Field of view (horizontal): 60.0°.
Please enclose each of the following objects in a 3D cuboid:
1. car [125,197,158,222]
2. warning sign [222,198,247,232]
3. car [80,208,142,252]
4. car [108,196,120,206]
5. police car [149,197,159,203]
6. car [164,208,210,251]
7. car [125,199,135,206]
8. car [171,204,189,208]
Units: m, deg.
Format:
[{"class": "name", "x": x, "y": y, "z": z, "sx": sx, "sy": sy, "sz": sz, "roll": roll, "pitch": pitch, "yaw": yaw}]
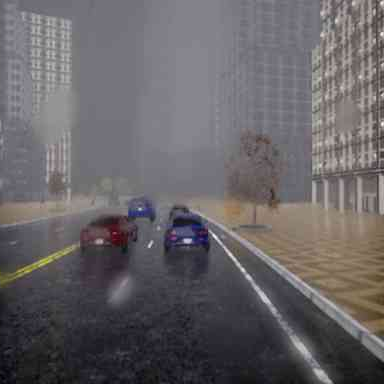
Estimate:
[{"class": "car", "x": -4.324, "y": 1.493, "z": 29.211, "sx": 2.150, "sy": 2.045, "sz": 5.566, "roll": 0, "pitch": 0, "yaw": -4}, {"class": "warning sign", "x": 2.420, "y": 1.296, "z": 19.086, "sx": 1.300, "sy": 1.860, "sz": 1.060, "roll": 0, "pitch": 0, "yaw": -3}, {"class": "car", "x": -3.488, "y": 1.666, "z": 14.523, "sx": 1.812, "sy": 1.442, "sz": 4.674, "roll": 0, "pitch": 0, "yaw": -2}, {"class": "car", "x": -16.243, "y": 1.876, "z": 69.363, "sx": 2.150, "sy": 2.045, "sz": 5.566, "roll": 0, "pitch": -1, "yaw": -11}, {"class": "police car", "x": -10.846, "y": 2.308, "z": 94.301, "sx": 1.930, "sy": 1.638, "sz": 5.238, "roll": 0, "pitch": -1, "yaw": -14}, {"class": "car", "x": -0.240, "y": 1.666, "z": 14.650, "sx": 1.812, "sy": 1.442, "sz": 4.674, "roll": 0, "pitch": 0, "yaw": -2}, {"class": "car", "x": -13.063, "y": 2.250, "z": 70.033, "sx": 1.895, "sy": 1.301, "sz": 4.718, "roll": 0, "pitch": -1, "yaw": -11}, {"class": "car", "x": -1.110, "y": 1.807, "z": 29.820, "sx": 1.812, "sy": 1.442, "sz": 4.674, "roll": 0, "pitch": 0, "yaw": -4}]
